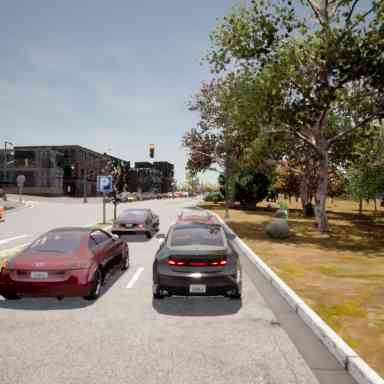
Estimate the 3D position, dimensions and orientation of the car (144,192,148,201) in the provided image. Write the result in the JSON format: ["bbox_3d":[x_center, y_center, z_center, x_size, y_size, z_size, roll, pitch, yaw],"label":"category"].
[{"bbox_3d":[-13.027,1.322,74.759,4.892,1.521,2.231,-1,0,-14],"label":"car"}]

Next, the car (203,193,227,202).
[{"bbox_3d":[4.653,1.142,68.372,4.553,1.767,2.185,1,0,-14],"label":"car"}]

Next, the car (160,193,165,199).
[{"bbox_3d":[-11.020,1.065,89.745,5.566,2.045,2.435,-1,0,-12],"label":"car"}]

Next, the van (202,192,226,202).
[{"bbox_3d":[4.270,1.043,65.402,4.442,1.987,1.878,1,0,-14],"label":"van"}]

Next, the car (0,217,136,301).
[{"bbox_3d":[-2.903,1.574,8.434,1.994,1.385,4.181,0,0,1],"label":"car"}]

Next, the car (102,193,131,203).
[{"bbox_3d":[-14.457,1.359,62.804,4.792,1.488,2.163,-1,0,-15],"label":"car"}]

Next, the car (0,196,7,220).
[{"bbox_3d":[-16.632,1.404,24.997,4.553,1.767,2.185,-1,0,-19],"label":"car"}]

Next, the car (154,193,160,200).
[{"bbox_3d":[-11.470,1.358,86.739,4.674,1.452,2.002,-1,0,-12],"label":"car"}]

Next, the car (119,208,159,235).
[{"bbox_3d":[-2.848,1.572,17.654,2.033,1.411,5.357,0,0,1],"label":"car"}]

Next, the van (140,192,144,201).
[{"bbox_3d":[-13.255,1.093,71.788,4.442,1.987,1.878,-1,0,-14],"label":"van"}]

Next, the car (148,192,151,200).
[{"bbox_3d":[-12.655,1.360,77.755,4.674,1.452,2.002,-1,0,-13],"label":"car"}]

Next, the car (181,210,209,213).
[{"bbox_3d":[0.155,1.625,17.749,1.895,1.301,4.718,0,0,0],"label":"car"}]

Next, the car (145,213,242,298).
[{"bbox_3d":[0.107,1.515,8.481,1.837,1.490,4.892,0,0,0],"label":"car"}]

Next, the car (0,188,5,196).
[{"bbox_3d":[-31.175,0.137,53.669,2.002,1.452,4.674,6,-3,-19],"label":"car"}]

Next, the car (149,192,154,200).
[{"bbox_3d":[-12.284,1.359,80.756,4.674,1.452,2.002,-1,0,-13],"label":"car"}]

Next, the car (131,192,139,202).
[{"bbox_3d":[-13.812,1.316,65.796,5.366,1.575,1.946,-1,0,-15],"label":"car"}]
